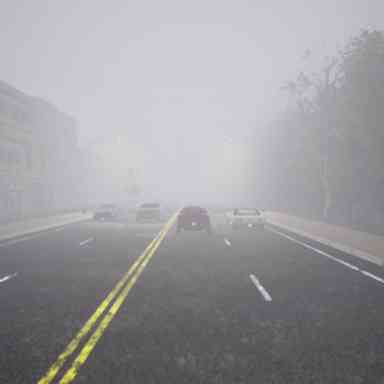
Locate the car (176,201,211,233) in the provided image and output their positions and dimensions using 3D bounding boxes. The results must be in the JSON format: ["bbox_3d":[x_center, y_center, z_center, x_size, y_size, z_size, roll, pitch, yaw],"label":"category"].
[{"bbox_3d":[0.088,1.524,19.846,1.882,1.535,5.008,0,0,0],"label":"car"}]

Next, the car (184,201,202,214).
[{"bbox_3d":[0.080,1.687,37.289,1.895,1.301,4.718,0,0,0],"label":"car"}]

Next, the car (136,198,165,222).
[{"bbox_3d":[-3.356,1.541,27.293,1.882,1.535,5.008,0,0,0],"label":"car"}]

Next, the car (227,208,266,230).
[{"bbox_3d":[3.338,1.652,21.409,1.895,1.301,4.718,0,0,0],"label":"car"}]

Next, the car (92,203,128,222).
[{"bbox_3d":[-6.609,1.611,27.406,2.033,1.411,5.357,0,0,0],"label":"car"}]

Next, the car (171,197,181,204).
[{"bbox_3d":[-3.286,1.683,68.092,2.033,1.411,5.357,0,0,0],"label":"car"}]
